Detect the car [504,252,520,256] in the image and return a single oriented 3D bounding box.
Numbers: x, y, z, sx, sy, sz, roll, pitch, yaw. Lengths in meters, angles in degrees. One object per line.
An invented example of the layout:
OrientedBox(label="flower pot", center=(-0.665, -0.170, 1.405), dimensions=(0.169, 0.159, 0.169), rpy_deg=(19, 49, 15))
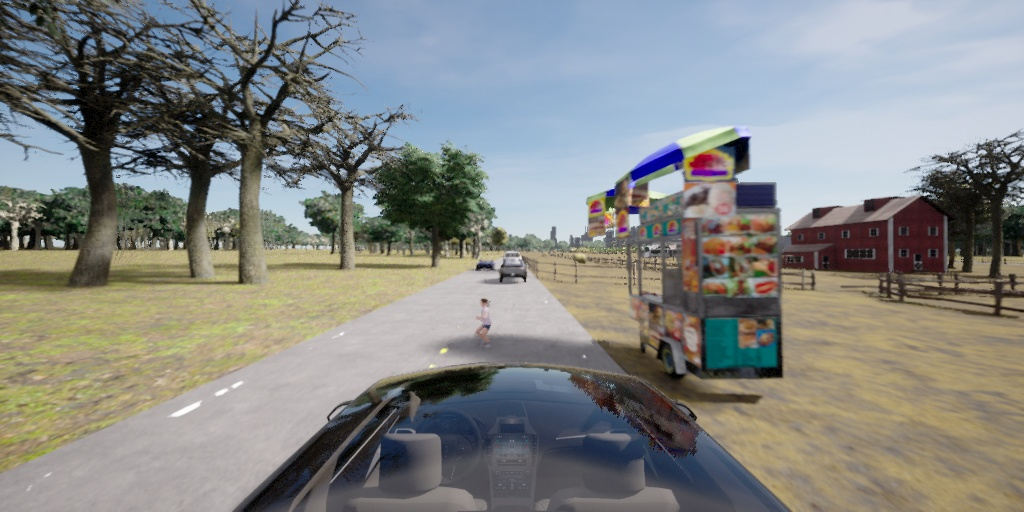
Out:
OrientedBox(label="car", center=(0.058, 0.534, 40.822), dimensions=(2.150, 2.045, 5.566), rpy_deg=(0, 1, 1))

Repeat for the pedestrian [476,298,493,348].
OrientedBox(label="pedestrian", center=(-0.527, 1.340, 7.480), dimensions=(0.500, 1.100, 0.500), rpy_deg=(1, -1, -15))

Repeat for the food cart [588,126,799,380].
OrientedBox(label="food cart", center=(3.124, 0.142, 6.765), dimensions=(2.280, 3.560, 4.660), rpy_deg=(0, 0, 0))

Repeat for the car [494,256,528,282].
OrientedBox(label="car", center=(0.073, 0.952, 25.165), dimensions=(2.128, 1.511, 4.902), rpy_deg=(0, 1, 0))

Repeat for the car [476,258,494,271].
OrientedBox(label="car", center=(-2.836, 0.923, 39.171), dimensions=(1.895, 1.301, 4.718), rpy_deg=(0, 0, 0))
